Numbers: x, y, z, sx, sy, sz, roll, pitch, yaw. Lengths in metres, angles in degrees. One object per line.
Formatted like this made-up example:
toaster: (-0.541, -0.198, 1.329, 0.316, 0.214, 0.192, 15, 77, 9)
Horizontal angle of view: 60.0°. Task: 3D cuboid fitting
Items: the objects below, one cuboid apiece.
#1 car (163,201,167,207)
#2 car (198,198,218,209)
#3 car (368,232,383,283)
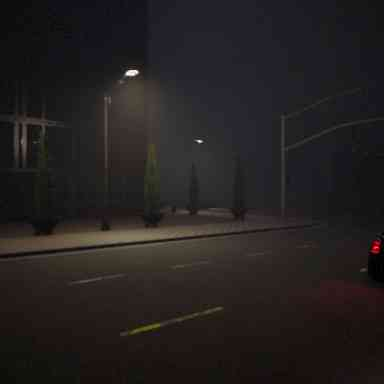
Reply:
car: (-5.654, 1.618, 51.682, 1.994, 1.385, 4.181, 0, 0, -36)
car: (1.778, 1.617, 47.397, 1.994, 1.385, 4.181, 0, 0, -36)
car: (6.518, 1.352, 8.512, 4.553, 1.767, 2.097, 0, 0, -36)
